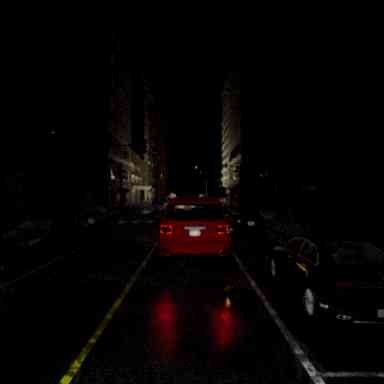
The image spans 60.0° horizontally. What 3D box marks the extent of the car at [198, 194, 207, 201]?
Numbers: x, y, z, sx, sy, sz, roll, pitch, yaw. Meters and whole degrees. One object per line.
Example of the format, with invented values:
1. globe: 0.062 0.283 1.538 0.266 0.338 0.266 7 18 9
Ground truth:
1. car: 2.941 1.398 93.018 2.192 1.841 5.009 0 0 0

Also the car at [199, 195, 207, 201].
1. car: 2.933 1.505 87.608 1.967 1.590 4.097 0 0 0

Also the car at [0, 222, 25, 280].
1. car: -5.671 1.561 7.060 1.947 1.339 4.313 0 0 0

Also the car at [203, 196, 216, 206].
1. car: 2.880 1.441 55.155 1.967 1.590 4.097 0 0 0

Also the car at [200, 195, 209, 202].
1. car: 2.915 1.476 76.790 1.967 1.590 4.097 0 0 0

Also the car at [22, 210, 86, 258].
1. car: -5.672 1.574 12.562 1.802 1.307 4.206 0 0 0

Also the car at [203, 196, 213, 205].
1. car: 2.889 1.532 60.734 1.752 1.417 4.829 0 0 0

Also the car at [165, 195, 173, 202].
1. car: -5.601 1.574 82.039 1.752 1.417 4.829 0 0 0

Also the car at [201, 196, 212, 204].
1. car: 2.898 1.565 65.972 2.008 1.369 4.403 0 0 0

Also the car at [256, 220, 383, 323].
1. car: 2.854 1.546 7.062 2.008 1.369 4.403 0 0 0

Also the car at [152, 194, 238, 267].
1. car: 0.093 1.210 11.534 2.150 2.045 5.566 0 -1 0

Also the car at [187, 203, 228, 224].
1. car: 1.317 1.586 25.958 1.895 1.301 4.718 0 0 19

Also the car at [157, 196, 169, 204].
1. car: -5.627 1.565 65.983 2.008 1.369 4.403 0 0 0

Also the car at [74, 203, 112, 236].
1. car: -5.673 1.429 18.063 1.967 1.590 4.097 0 0 0

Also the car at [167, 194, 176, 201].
1. car: -5.584 1.398 93.026 2.192 1.841 5.009 0 0 0

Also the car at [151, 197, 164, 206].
1. car: -5.645 1.583 55.166 1.802 1.307 4.206 0 0 0

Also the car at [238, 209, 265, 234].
1. car: 2.852 1.555 18.064 1.947 1.339 4.313 0 0 0
